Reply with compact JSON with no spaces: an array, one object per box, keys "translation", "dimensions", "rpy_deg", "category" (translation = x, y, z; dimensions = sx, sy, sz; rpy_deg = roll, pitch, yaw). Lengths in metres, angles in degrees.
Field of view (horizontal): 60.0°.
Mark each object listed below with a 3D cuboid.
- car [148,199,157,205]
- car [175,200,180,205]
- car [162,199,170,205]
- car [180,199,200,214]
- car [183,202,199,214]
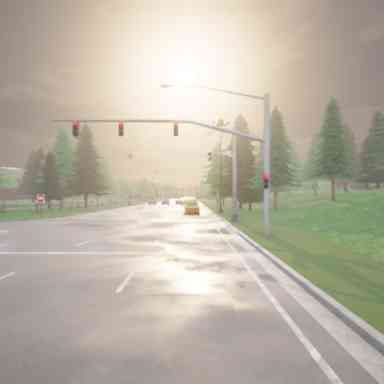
[{"translation":[-10.435,2.676,88.280],"dimensions":[2.033,1.411,5.357],"rpy_deg":[0,-1,0],"category":"car"},{"translation":[-3.435,2.688,88.275],"dimensions":[1.994,1.385,4.181],"rpy_deg":[0,-1,0],"category":"car"},{"translation":[-6.935,2.676,88.278],"dimensions":[2.033,1.411,5.357],"rpy_deg":[0,-1,0],"category":"car"},{"translation":[-0.132,1.661,43.256],"dimensions":[1.882,1.535,5.008],"rpy_deg":[-3,15,-5],"category":"car"},{"translation":[-0.088,2.180,46.823],"dimensions":[2.033,1.411,5.357],"rpy_deg":[0,0,2],"category":"car"}]
